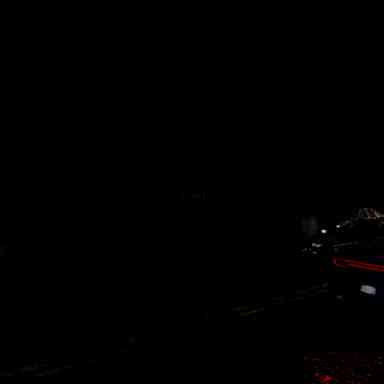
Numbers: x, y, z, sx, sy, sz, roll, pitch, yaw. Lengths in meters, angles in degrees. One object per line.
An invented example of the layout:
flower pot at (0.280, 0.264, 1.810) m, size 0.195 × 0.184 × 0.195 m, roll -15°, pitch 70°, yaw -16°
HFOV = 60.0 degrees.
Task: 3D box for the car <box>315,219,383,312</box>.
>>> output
car at (4.950, 1.467, 6.973) m, size 5.008 × 1.535 × 1.882 m, roll 0°, pitch 0°, yaw -35°

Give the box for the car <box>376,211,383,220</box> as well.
car at (11.010, 1.473, 15.536) m, size 4.902 × 1.511 × 2.128 m, roll 0°, pitch 0°, yaw -36°

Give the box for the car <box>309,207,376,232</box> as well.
car at (8.610, 1.529, 17.818) m, size 5.357 × 1.411 × 2.033 m, roll 0°, pitch 0°, yaw -36°
